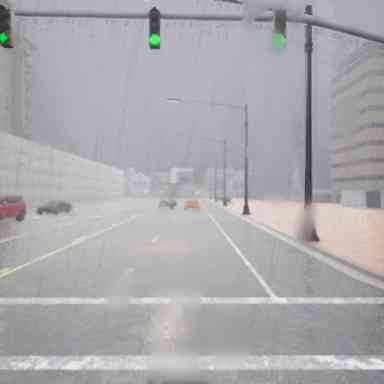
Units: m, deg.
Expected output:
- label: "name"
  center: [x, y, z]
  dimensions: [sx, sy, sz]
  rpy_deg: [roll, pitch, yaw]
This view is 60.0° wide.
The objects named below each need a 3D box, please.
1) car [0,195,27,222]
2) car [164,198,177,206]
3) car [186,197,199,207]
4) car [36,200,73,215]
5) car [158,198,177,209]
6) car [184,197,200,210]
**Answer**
- label: "car"
  center: [-14.076, 1.239, 23.971]
  dimensions: [2.150, 2.045, 5.566]
  rpy_deg: [0, 0, 0]
- label: "car"
  center: [-3.470, 1.639, 55.165]
  dimensions: [1.895, 1.301, 4.718]
  rpy_deg: [0, 0, 0]
- label: "car"
  center: [0.029, 1.585, 54.343]
  dimensions: [2.033, 1.411, 5.357]
  rpy_deg: [0, 0, 0]
- label: "car"
  center: [-14.058, 1.572, 34.364]
  dimensions: [2.033, 1.411, 5.357]
  rpy_deg: [0, 0, 0]
- label: "car"
  center: [-3.388, 1.557, 44.928]
  dimensions: [1.812, 1.442, 4.674]
  rpy_deg: [0, 0, 0]
- label: "car"
  center: [0.024, 1.508, 43.925]
  dimensions: [1.882, 1.535, 5.008]
  rpy_deg: [0, 0, 0]
